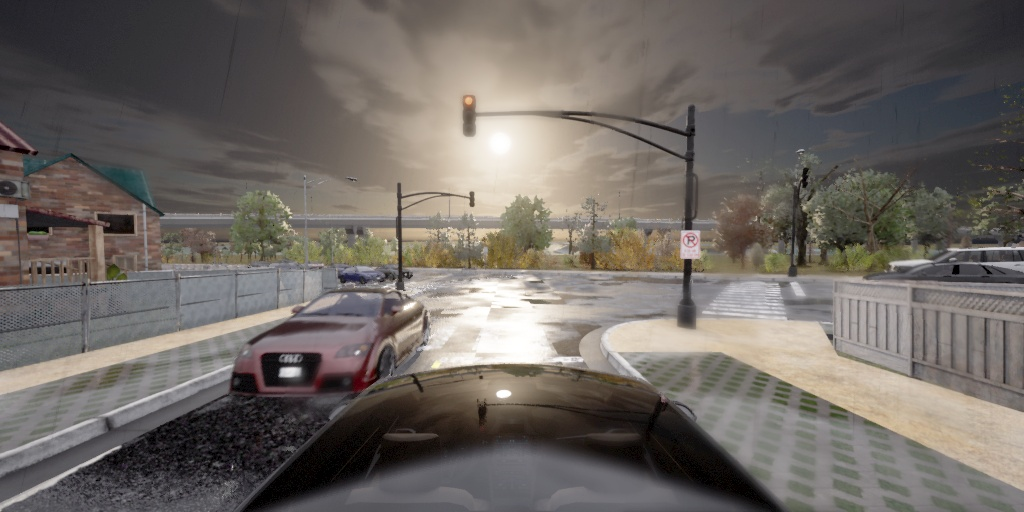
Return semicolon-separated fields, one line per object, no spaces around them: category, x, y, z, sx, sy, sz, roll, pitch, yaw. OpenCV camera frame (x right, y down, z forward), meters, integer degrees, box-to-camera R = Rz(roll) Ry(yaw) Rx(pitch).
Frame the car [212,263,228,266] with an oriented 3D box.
car;-39.984;1.723;49.231;4.892;1.490;1.837;-1;1;36

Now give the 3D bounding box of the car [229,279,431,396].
car;-2.850;1.310;6.608;1.994;1.385;4.181;0;0;0

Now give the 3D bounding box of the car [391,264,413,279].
car;-10.727;1.415;31.927;4.181;1.385;1.994;0;2;36

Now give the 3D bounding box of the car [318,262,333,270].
car;-17.711;1.472;36.982;4.181;1.385;1.994;0;2;36

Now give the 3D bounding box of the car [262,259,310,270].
car;-23.409;1.404;37.096;4.553;1.767;2.097;-1;2;36

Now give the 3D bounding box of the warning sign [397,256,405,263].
warning sign;-14.323;0.717;46.212;1.060;1.860;1.300;0;0;36

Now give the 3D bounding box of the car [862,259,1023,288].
car;18.204;1.016;15.216;4.892;1.490;1.837;-1;2;36

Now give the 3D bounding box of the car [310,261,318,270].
car;-30.619;1.427;54.482;4.718;1.301;1.895;-1;2;36

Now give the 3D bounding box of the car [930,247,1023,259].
car;21.507;0.610;16.823;5.566;2.045;2.150;0;2;36

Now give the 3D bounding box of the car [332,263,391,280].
car;-12.175;1.485;28.960;4.674;1.442;1.812;0;2;36
